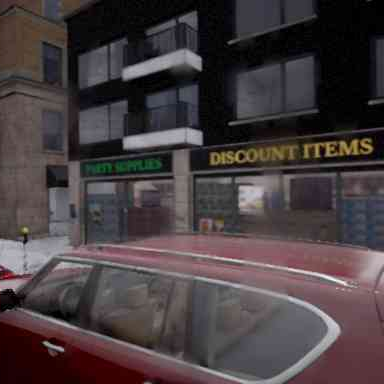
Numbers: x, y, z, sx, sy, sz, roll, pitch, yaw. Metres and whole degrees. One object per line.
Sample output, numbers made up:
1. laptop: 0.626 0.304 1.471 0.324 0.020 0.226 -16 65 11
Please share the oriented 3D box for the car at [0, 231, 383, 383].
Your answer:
1. car: -0.371 1.320 3.122 5.009 1.841 2.192 0 -1 36
